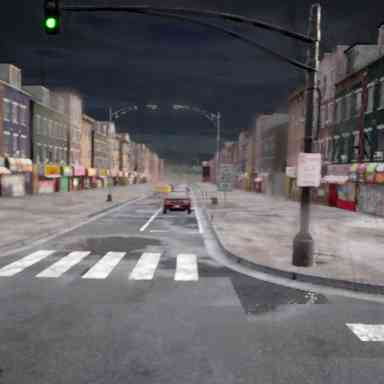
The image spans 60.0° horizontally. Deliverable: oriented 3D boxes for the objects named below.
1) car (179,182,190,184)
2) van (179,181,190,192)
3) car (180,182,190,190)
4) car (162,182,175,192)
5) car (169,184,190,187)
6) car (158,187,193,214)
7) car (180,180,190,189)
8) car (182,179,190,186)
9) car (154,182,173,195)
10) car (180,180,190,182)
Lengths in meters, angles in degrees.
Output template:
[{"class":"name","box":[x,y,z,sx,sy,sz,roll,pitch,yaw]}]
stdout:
[{"class":"car","box":[-1.145,-0.305,43.728,1.887,1.381,4.507,0,2,-1]},{"class":"van","box":[-1.269,-0.963,54.775,1.690,1.788,3.998,0,2,-1]},{"class":"car","box":[-1.395,-1.209,65.839,2.008,1.369,4.403,0,2,-1]},{"class":"car","box":[-3.904,-0.929,56.087,1.837,1.490,4.892,2,2,-1]},{"class":"car","box":[-1.020,0.188,32.675,1.802,1.307,4.206,0,2,-1]},{"class":"car","box":[-0.894,0.606,21.618,1.887,1.381,4.507,0,2,-1]},{"class":"car","box":[-1.456,-1.672,71.356,2.192,1.841,5.009,0,2,-1]},{"class":"car","box":[-1.707,-2.581,93.466,2.192,1.841,5.009,0,2,-1]},{"class":"car","box":[-3.647,-0.384,42.280,1.882,1.535,5.008,2,2,-1]},{"class":"car","box":[-1.207,-0.637,49.251,1.967,1.590,4.097,0,2,-1]}]
